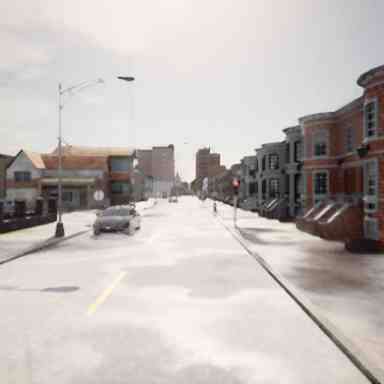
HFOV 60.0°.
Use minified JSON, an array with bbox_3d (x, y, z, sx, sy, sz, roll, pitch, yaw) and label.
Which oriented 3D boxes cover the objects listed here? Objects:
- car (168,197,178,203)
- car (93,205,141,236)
[{"bbox_3d":[-3.966,1.845,69.918,1.994,1.385,4.181,0,0,0],"label":"car"},{"bbox_3d":[-4.043,1.526,18.536,1.837,1.490,4.892,0,0,1],"label":"car"}]
